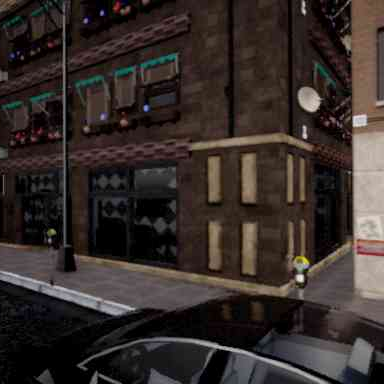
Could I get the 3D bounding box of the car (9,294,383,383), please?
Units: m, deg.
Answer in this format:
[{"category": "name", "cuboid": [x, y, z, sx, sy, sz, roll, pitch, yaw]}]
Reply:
[{"category": "car", "cuboid": [0.291, 1.566, 2.676, 4.313, 1.339, 1.947, 0, 0, 35]}]
